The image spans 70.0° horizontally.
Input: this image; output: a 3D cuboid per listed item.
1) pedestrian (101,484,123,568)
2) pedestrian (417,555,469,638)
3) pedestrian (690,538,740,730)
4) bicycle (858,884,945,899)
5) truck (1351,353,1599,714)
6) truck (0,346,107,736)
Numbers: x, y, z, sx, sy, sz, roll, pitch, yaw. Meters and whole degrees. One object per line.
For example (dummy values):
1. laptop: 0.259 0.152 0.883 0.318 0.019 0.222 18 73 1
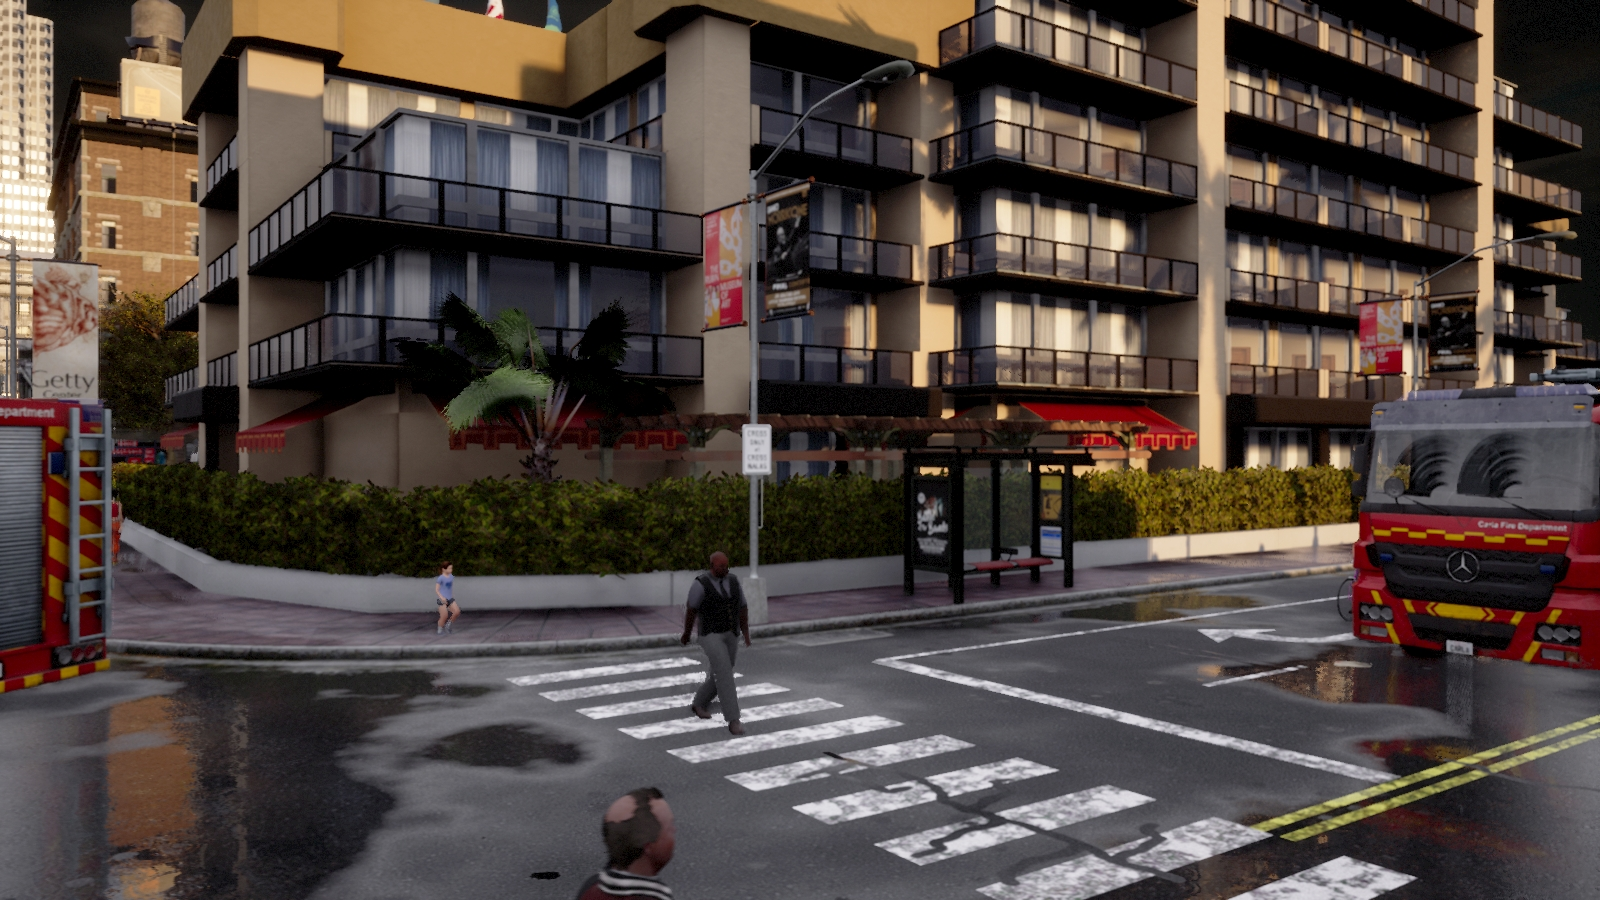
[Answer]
1. pedestrian: -15.387 1.696 25.571 0.375 1.860 0.375 0 0 -24
2. pedestrian: -5.069 2.073 16.238 0.500 1.100 0.500 0 0 27
3. pedestrian: -0.863 1.845 11.586 0.375 1.860 0.375 0 0 -35
4. bicycle: -0.239 2.208 3.596 1.835 1.171 0.329 0 0 -35
5. truck: 11.214 0.880 15.596 8.468 3.827 2.891 0 0 -35
6. truck: -11.992 0.891 12.037 8.468 3.827 2.891 0 0 14
